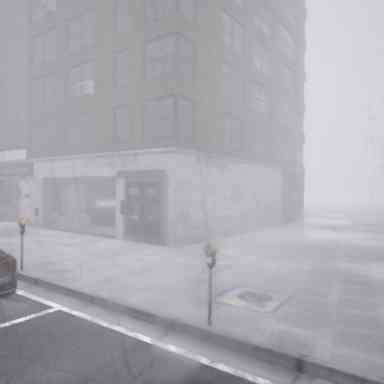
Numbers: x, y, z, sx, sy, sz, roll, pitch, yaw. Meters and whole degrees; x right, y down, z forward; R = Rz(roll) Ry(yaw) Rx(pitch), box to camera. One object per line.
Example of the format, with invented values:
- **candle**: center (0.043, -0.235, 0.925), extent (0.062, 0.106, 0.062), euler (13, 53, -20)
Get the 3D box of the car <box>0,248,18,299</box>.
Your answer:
- **car**: center (-5.268, 1.438, 6.821), extent (4.313, 1.339, 1.947), euler (1, 1, 35)
